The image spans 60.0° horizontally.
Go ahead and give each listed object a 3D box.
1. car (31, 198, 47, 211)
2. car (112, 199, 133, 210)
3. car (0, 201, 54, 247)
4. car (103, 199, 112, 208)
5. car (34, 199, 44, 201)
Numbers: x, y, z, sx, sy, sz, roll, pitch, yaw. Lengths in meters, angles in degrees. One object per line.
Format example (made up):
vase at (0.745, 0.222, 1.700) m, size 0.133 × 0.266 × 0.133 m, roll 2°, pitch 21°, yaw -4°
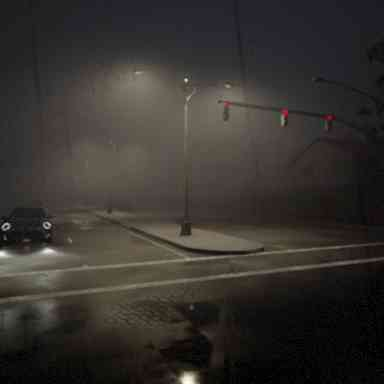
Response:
car at (-22.901, 1.812, 49.845) m, size 2.097 × 1.767 × 4.553 m, roll 0°, pitch 0°, yaw -24°
car at (-10.226, 1.891, 49.696) m, size 1.837 × 1.490 × 4.892 m, roll 0°, pitch 0°, yaw -24°
car at (-7.873, 1.488, 16.053) m, size 2.097 × 1.767 × 4.553 m, roll 0°, pitch -1°, yaw -24°
car at (-14.449, 1.988, 59.107) m, size 1.812 × 1.442 × 4.674 m, roll 0°, pitch 0°, yaw -24°
car at (-15.612, 1.779, 33.342) m, size 1.837 × 1.490 × 4.892 m, roll 0°, pitch -1°, yaw -24°
